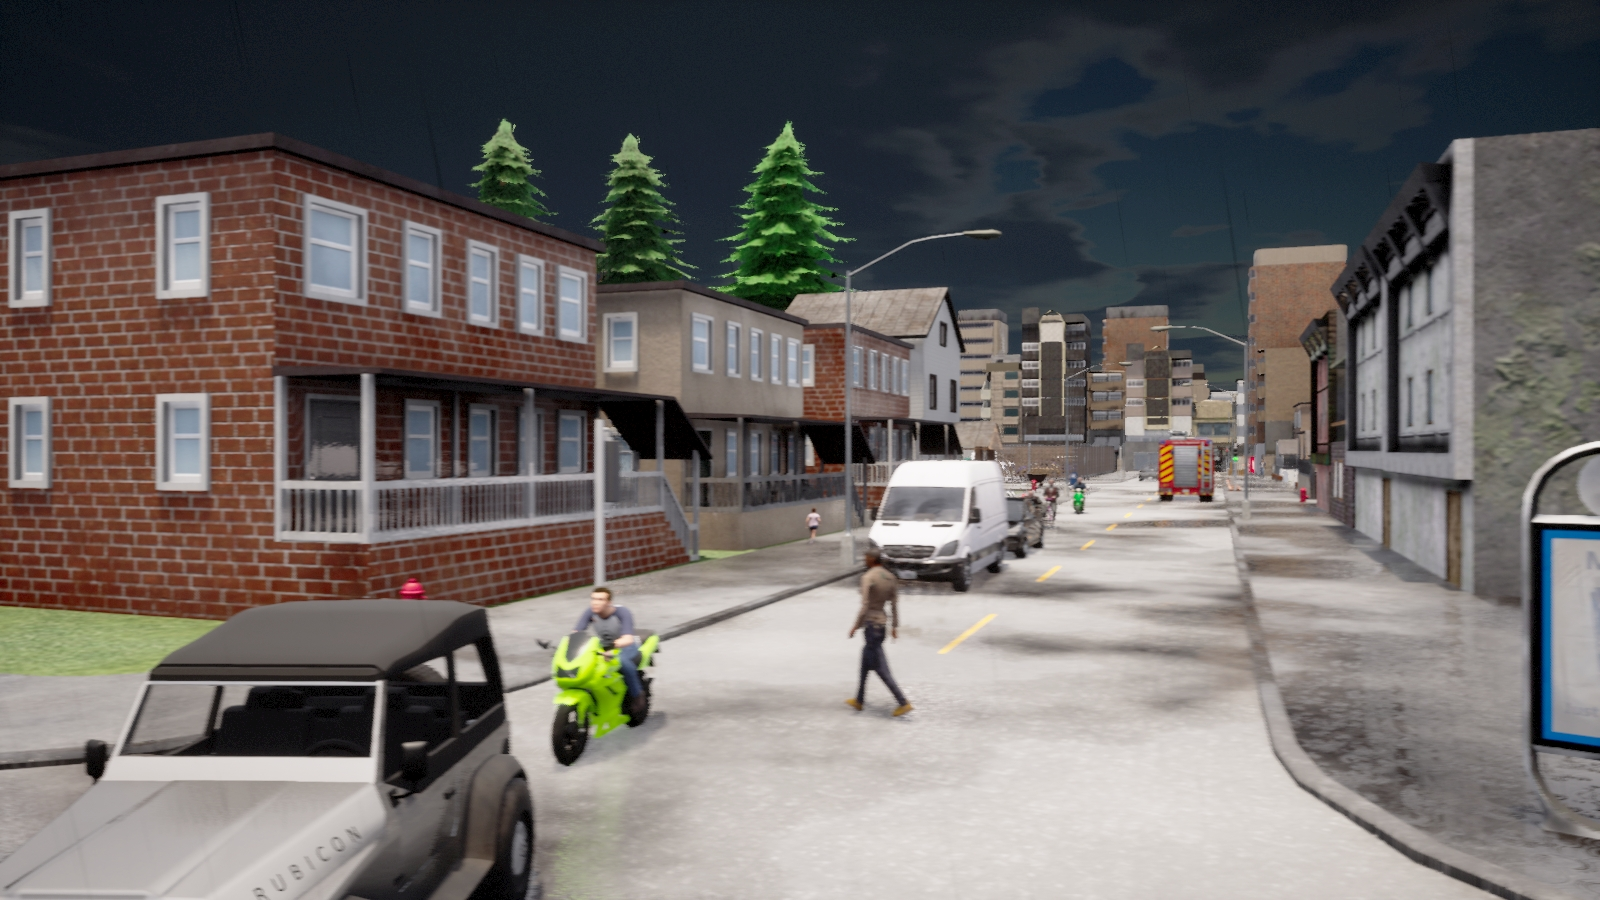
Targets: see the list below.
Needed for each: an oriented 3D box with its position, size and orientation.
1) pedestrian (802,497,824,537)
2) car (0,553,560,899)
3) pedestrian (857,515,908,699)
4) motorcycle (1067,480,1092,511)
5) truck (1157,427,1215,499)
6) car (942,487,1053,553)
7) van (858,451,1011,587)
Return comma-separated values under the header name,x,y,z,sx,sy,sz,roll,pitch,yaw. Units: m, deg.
name,x,y,z,sx,sy,sz,roll,pitch,yaw
pedestrian,0.366,1.902,32.705,0.500,1.100,0.500,0,0,18
car,-2.615,1.637,5.807,1.905,1.878,3.866,0,0,1
pedestrian,0.864,1.628,11.998,0.375,1.860,0.375,0,0,-44
motorcycle,12.161,1.960,49.663,0.856,1.236,1.805,0,0,20
truck,22.065,0.669,65.004,2.891,3.827,8.468,0,0,20
car,5.522,1.842,31.436,2.163,1.488,4.792,0,0,20
van,3.080,1.313,24.759,1.988,2.561,5.915,0,0,20
